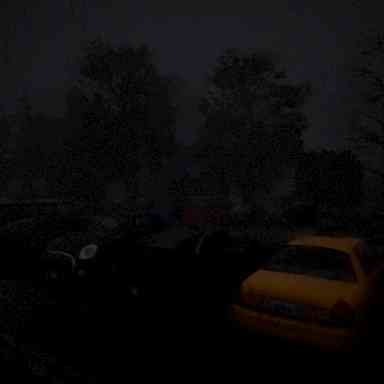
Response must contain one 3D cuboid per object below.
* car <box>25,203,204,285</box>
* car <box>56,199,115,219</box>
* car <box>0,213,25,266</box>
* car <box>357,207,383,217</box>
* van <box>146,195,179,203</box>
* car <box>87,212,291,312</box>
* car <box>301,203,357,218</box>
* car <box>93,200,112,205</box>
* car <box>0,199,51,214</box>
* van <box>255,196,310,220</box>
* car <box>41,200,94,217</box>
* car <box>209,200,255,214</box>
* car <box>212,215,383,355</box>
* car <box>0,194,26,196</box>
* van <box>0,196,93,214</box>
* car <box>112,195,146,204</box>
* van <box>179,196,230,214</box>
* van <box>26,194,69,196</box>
[{"bbox_3d":[-1.908,1.356,9.535,2.185,1.767,4.553,0,0,36],"label":"car"},{"bbox_3d":[-9.954,1.529,31.420,2.097,1.535,5.008,0,0,36],"label":"car"},{"bbox_3d":[-4.158,1.517,11.156,2.163,1.488,4.792,0,0,36],"label":"car"},{"bbox_3d":[10.178,1.509,16.942,2.163,1.488,4.792,0,0,36],"label":"car"},{"bbox_3d":[-1.033,1.272,24.848,1.878,1.987,4.442,0,0,36],"label":"van"},{"bbox_3d":[0.324,1.481,7.879,2.231,1.521,4.892,0,0,36],"label":"car"},{"bbox_3d":[8.038,1.505,18.486,2.163,1.488,4.792,0,0,36],"label":"car"},{"bbox_3d":[-5.474,1.262,28.161,2.435,2.045,5.566,0,0,36],"label":"car"},{"bbox_3d":[-18.942,1.560,37.903,2.097,1.535,5.008,0,0,36],"label":"car"},{"bbox_3d":[5.725,1.252,19.984,1.878,1.987,4.442,0,0,35],"label":"van"},{"bbox_3d":[-12.297,1.578,33.120,2.002,1.452,4.674,0,0,36],"label":"car"},{"bbox_3d":[3.532,1.482,21.706,2.097,1.535,5.008,0,0,36],"label":"car"},{"bbox_3d":[2.681,1.482,6.415,1.946,1.575,5.366,0,0,36],"label":"car"},{"bbox_3d":[-21.303,1.318,39.578,2.435,2.045,5.566,0,0,36],"label":"car"},{"bbox_3d":[-6.360,1.269,12.851,1.878,1.987,4.442,0,0,36],"label":"van"},{"bbox_3d":[-3.227,1.255,26.540,2.435,2.045,5.566,0,0,36],"label":"car"},{"bbox_3d":[1.350,1.264,23.417,1.878,1.987,4.442,0,0,36],"label":"van"},{"bbox_3d":[-14.479,1.319,34.834,1.878,1.987,4.442,0,0,36],"label":"van"}]
